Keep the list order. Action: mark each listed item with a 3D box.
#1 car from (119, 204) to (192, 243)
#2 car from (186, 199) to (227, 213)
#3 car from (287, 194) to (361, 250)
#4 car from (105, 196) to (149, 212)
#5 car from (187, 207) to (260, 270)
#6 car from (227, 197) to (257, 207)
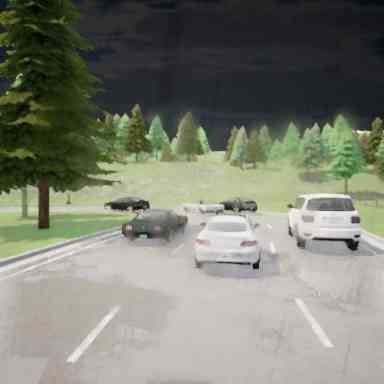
[{"bbox_3d":[-1.501,1.464,15.398,1.895,1.301,4.718,0,0,11],"label":"car"},{"bbox_3d":[0.849,1.337,30.249,1.895,1.301,4.718,0,1,-29],"label":"car"},{"bbox_3d":[5.352,1.102,14.068,2.150,2.045,5.566,0,0,11],"label":"car"},{"bbox_3d":[-6.384,1.188,32.403,5.008,1.535,1.882,0,0,35],"label":"car"},{"bbox_3d":[1.203,1.432,10.699,1.812,1.442,4.674,0,1,9],"label":"car"},{"bbox_3d":[4.092,1.223,31.111,2.128,1.511,4.902,0,0,-27],"label":"car"}]
